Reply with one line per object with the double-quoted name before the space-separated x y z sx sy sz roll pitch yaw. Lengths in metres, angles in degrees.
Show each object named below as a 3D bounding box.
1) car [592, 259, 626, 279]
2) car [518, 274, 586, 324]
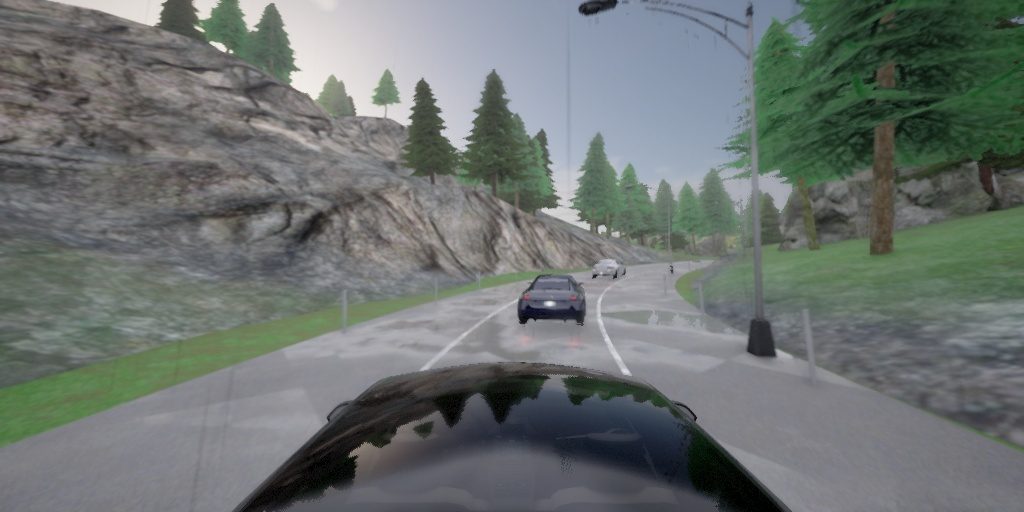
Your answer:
"car" 7.634 0.966 28.171 1.812 1.442 4.674 -2 1 29
"car" 1.416 1.283 11.902 1.994 1.385 4.181 0 0 11
